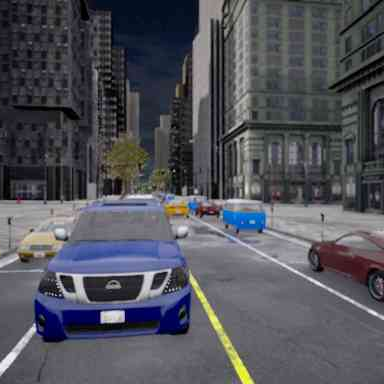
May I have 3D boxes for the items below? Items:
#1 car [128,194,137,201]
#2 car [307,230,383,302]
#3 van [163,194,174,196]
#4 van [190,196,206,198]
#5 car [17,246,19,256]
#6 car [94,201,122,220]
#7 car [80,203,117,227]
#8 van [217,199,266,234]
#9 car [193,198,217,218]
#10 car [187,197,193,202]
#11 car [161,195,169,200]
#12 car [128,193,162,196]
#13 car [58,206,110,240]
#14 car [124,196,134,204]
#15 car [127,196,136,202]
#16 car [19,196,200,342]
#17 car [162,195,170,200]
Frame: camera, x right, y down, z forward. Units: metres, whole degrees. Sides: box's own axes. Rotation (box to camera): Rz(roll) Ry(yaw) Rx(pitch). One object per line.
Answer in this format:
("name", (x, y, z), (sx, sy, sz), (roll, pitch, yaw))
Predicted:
("car", (-14.672, 1.304, 82.169), (2.192, 1.841, 5.009), (0, 0, -8))
("car", (4.396, 1.574, 8.024), (1.802, 1.307, 4.206), (0, 0, -8))
("van", (-4.769, 1.321, 72.990), (1.690, 1.788, 3.998), (0, 0, -8))
("van", (0.546, 1.319, 35.379), (1.690, 1.788, 3.998), (0, 0, -8))
("car", (-4.817, 1.520, 12.150), (1.752, 1.417, 4.829), (0, 0, -8))
("car", (-7.158, 1.530, 28.732), (1.887, 1.381, 4.507), (0, 0, -8))
("car", (-6.386, 1.533, 23.261), (1.887, 1.381, 4.507), (0, 0, -8))
("van", (2.857, 1.327, 18.966), (1.690, 1.788, 3.998), (0, 0, -8))
("car", (1.316, 1.525, 29.908), (1.887, 1.381, 4.507), (0, 0, -8))
("car", (-1.407, 1.459, 29.896), (1.882, 1.535, 5.008), (0, 0, -7))
("car", (-7.792, 1.542, 94.430), (2.008, 1.369, 4.403), (0, 0, -8))
("car", (-3.195, 1.210, 20.524), (2.150, 2.045, 5.566), (0, 0, -8))
("car", (-5.613, 1.536, 17.790), (1.887, 1.381, 4.507), (0, 0, -8))
("car", (-12.440, 1.509, 66.285), (1.752, 1.417, 4.829), (0, 0, -8))
("car", (-13.935, 1.532, 76.931), (1.887, 1.381, 4.507), (0, 0, -8))
("car", (-1.382, 1.217, 6.924), (2.150, 2.045, 5.566), (0, 0, -8))
("car", (-7.037, 1.570, 89.071), (1.802, 1.307, 4.206), (0, 0, -8))
